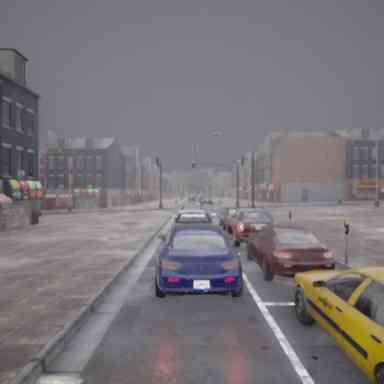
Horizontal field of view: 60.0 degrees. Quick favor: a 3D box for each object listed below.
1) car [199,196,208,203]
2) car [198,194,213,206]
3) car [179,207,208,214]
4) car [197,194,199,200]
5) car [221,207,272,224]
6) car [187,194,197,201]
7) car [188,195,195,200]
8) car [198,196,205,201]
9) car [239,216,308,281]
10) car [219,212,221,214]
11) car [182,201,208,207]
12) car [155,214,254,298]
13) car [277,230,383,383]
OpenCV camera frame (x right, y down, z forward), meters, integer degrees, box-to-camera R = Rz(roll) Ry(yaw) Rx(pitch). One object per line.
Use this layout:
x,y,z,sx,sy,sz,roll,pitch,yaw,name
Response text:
2.559,1.602,74.026,1.967,1.590,4.097,-1,0,0,car
2.576,1.533,57.819,1.967,1.590,4.097,-1,0,0,car
0.071,1.598,15.975,1.895,1.301,4.718,0,0,0,car
2.569,1.429,63.222,2.192,1.841,5.009,-1,0,0,car
2.620,1.437,15.009,1.967,1.590,4.097,0,0,0,car
-0.079,1.696,82.873,1.837,1.490,4.892,0,0,0,car
-0.089,1.617,93.293,1.812,1.442,4.674,0,0,0,car
2.543,1.770,90.403,1.752,1.417,4.829,-1,0,0,car
2.627,1.578,9.543,1.802,1.307,4.206,0,0,0,car
2.615,1.582,20.476,1.802,1.307,4.206,0,0,0,car
0.002,1.607,26.066,1.895,1.301,4.718,0,0,0,car
0.102,1.522,8.372,1.812,1.442,4.674,0,0,-2,car
2.632,1.523,4.246,1.752,1.417,4.829,0,0,0,car
